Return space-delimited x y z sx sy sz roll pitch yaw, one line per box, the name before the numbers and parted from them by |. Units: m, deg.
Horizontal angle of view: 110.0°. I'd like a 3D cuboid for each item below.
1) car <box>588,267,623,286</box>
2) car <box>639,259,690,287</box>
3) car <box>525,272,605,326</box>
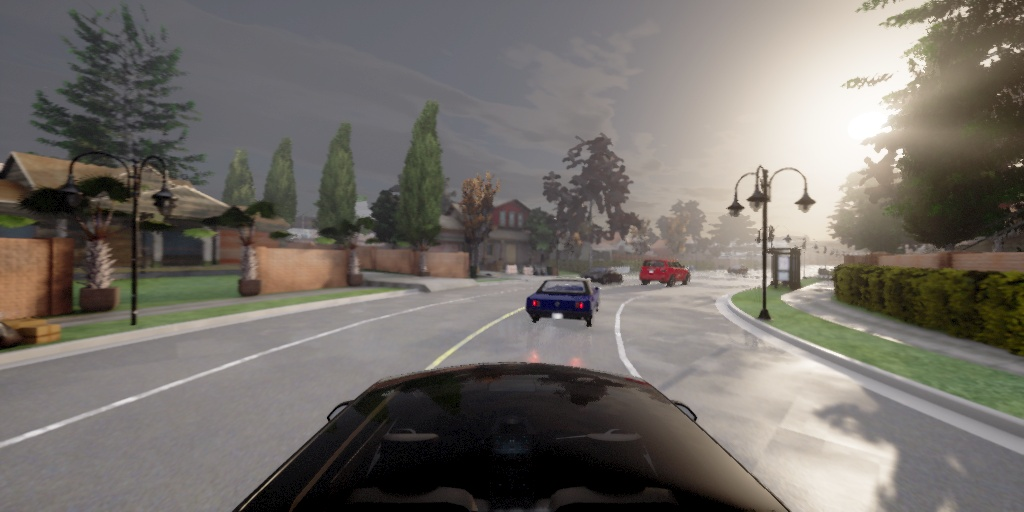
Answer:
car | 6.940 1.532 27.818 1.994 1.385 4.181 0 -1 41
car | 11.907 1.270 27.827 2.150 2.045 5.566 0 -1 44
car | 1.921 1.389 12.047 1.895 1.301 4.718 1 0 17
